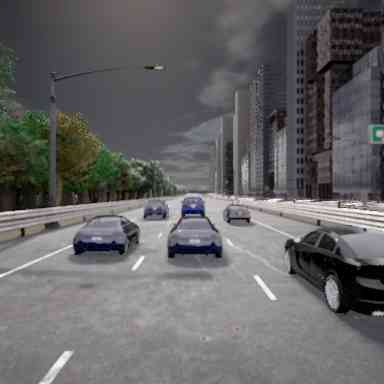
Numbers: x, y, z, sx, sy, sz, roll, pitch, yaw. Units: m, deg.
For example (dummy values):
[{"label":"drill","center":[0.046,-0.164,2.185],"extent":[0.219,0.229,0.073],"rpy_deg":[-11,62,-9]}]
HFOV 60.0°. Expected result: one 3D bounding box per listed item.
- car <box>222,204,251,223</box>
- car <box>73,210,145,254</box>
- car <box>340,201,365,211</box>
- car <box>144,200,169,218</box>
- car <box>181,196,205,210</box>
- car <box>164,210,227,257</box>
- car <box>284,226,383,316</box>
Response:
[{"label":"car","center":[3.604,1.728,27.466],"extent":[2.033,1.411,5.357],"rpy_deg":[0,0,0]},{"label":"car","center":[-3.401,1.655,13.898],"extent":[1.994,1.385,4.181],"rpy_deg":[0,0,0]},{"label":"car","center":[23.047,2.001,48.894],"extent":[2.163,1.488,4.792],"rpy_deg":[0,0,-17]},{"label":"car","center":[-3.396,1.567,32.484],"extent":[2.097,1.767,4.553],"rpy_deg":[0,0,0]},{"label":"car","center":[0.106,1.432,31.867],"extent":[2.150,2.045,5.566],"rpy_deg":[0,0,0]},{"label":"car","center":[0.099,1.651,13.298],"extent":[1.994,1.385,4.181],"rpy_deg":[0,0,0]},{"label":"car","center":[3.592,1.528,7.725],"extent":[1.882,1.535,5.008],"rpy_deg":[0,0,0]}]
